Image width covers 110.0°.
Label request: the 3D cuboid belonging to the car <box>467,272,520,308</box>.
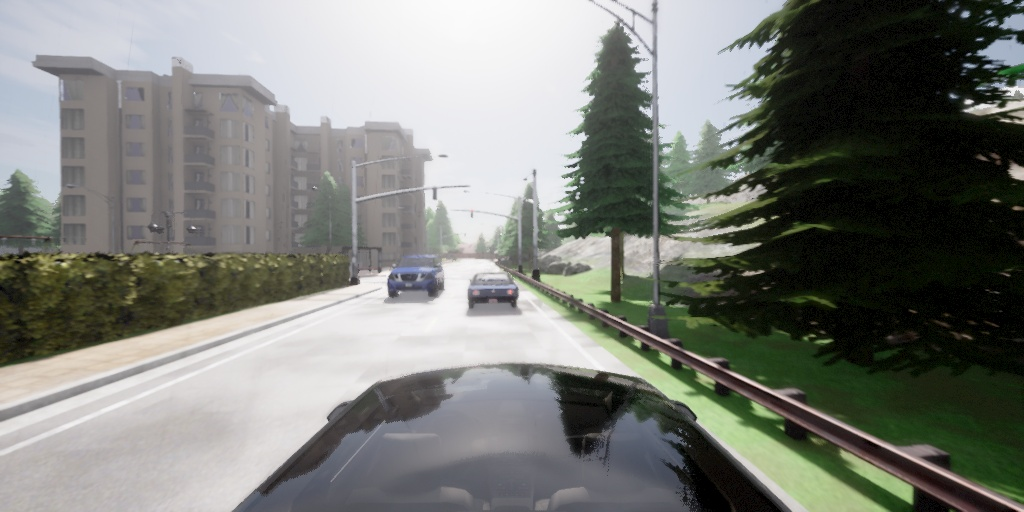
[{"bbox_3d":[-0.836,1.297,14.806,1.895,1.301,4.718,-1,0,-5],"label":"car"}]

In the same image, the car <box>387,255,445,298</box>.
[{"bbox_3d":[-4.776,0.941,18.592,2.150,2.045,5.566,-1,0,-5],"label":"car"}]
